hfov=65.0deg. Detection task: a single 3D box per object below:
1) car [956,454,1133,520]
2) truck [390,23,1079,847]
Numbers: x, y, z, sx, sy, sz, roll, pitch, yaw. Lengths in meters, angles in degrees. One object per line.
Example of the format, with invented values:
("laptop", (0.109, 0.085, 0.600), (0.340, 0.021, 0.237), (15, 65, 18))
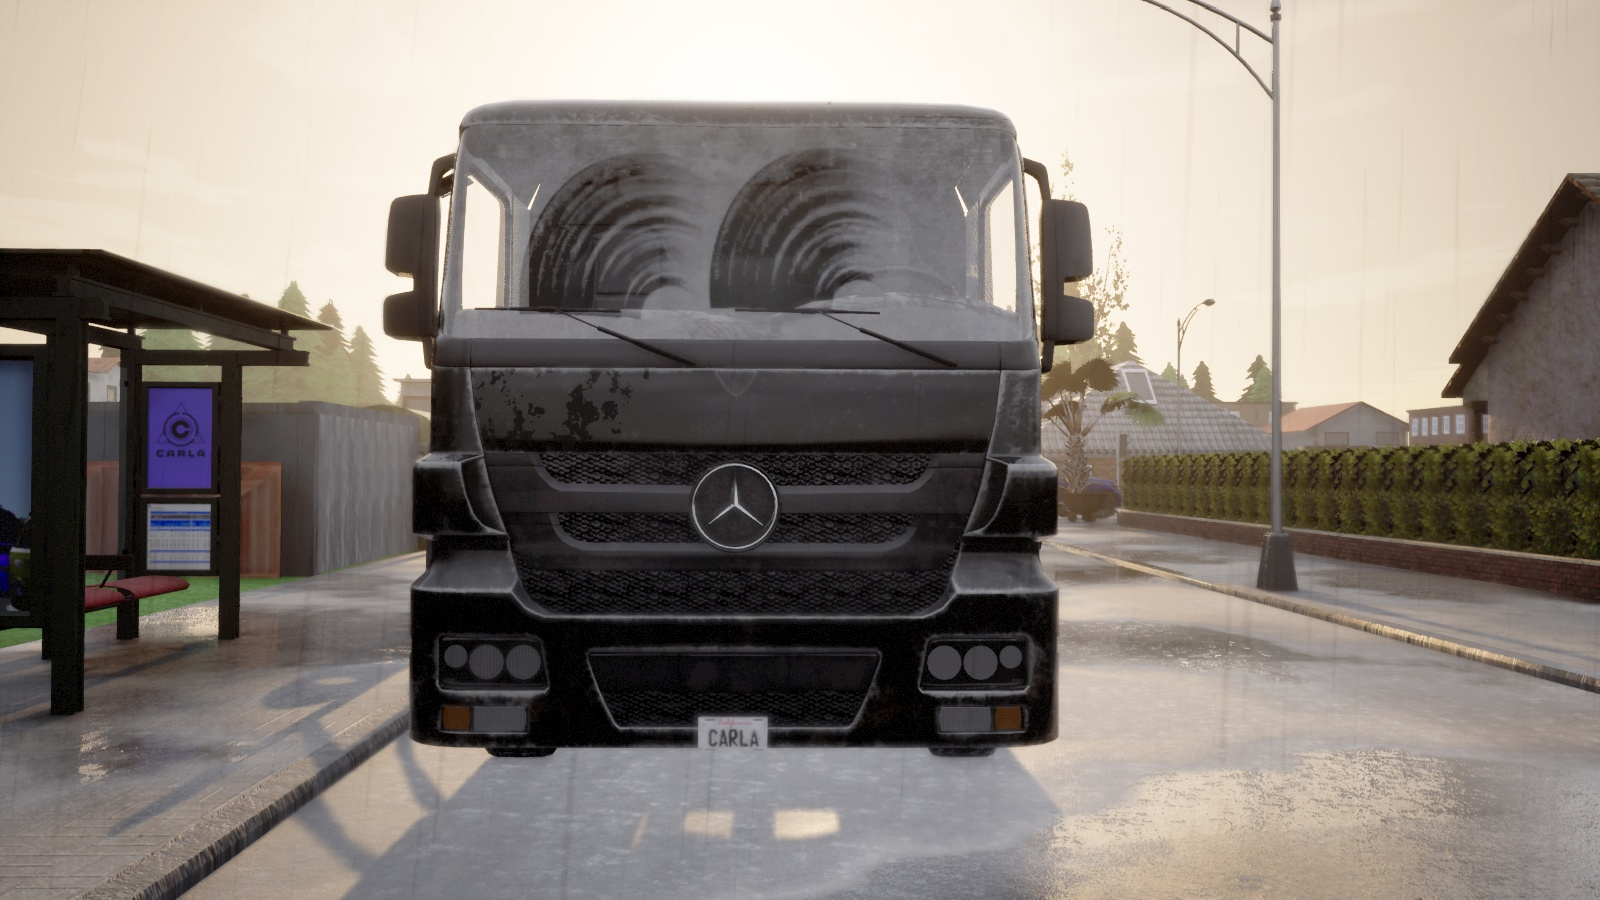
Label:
("car", (8.114, 1.199, 41.670), (5.566, 2.045, 2.150), (0, -1, -26))
("truck", (-0.345, -0.011, 9.266), (2.891, 3.462, 7.936), (0, -1, -1))
